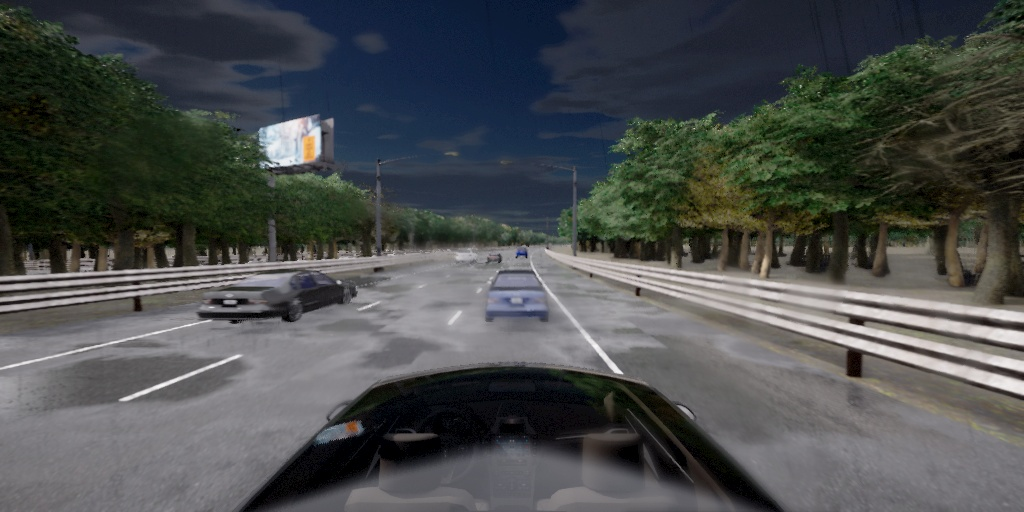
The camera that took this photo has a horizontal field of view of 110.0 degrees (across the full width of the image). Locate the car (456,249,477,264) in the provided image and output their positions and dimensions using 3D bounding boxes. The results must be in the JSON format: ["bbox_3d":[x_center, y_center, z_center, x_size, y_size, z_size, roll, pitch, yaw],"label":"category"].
[{"bbox_3d":[-6.032,0.009,48.311,2.150,2.045,5.566,0,2,2],"label":"car"}]

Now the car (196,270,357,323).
[{"bbox_3d":[-6.931,1.146,11.383,2.033,1.411,5.357,0,1,1],"label":"car"}]

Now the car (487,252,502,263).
[{"bbox_3d":[-2.408,0.199,50.830,2.128,1.511,4.902,0,2,2],"label":"car"}]

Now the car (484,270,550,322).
[{"bbox_3d":[0.151,1.147,11.614,2.033,1.411,5.357,0,1,1],"label":"car"}]
